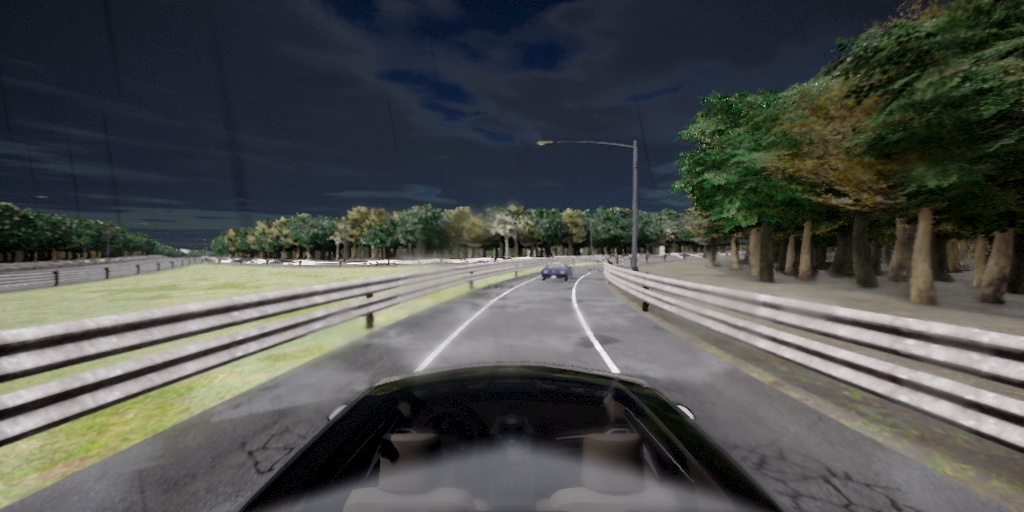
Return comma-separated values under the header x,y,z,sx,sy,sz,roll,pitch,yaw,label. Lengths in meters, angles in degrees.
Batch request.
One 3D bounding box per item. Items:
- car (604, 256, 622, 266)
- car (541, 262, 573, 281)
x,y,z,sx,sy,sz,roll,pitch,yaw,label
15.500,0.710,54.810,1.837,1.490,4.892,1,1,32,car
3.486,1.132,26.977,1.895,1.301,4.718,0,1,14,car
